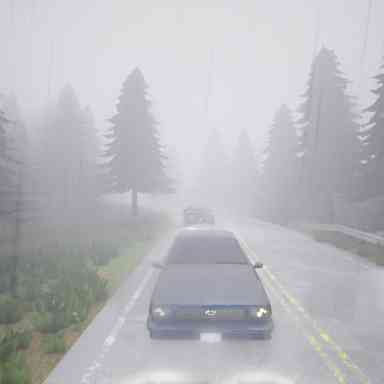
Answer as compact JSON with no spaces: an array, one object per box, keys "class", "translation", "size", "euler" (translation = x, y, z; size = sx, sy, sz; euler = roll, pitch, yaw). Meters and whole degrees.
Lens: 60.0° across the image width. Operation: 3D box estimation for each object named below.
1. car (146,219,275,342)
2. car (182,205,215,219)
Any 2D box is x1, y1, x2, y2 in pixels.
[{"class":"car","translation":[0.309,1.558,7.103],"size":[2.033,1.411,5.357],"euler":[0,0,1]},{"class":"car","translation":[0.373,1.578,23.075],"size":[1.994,1.385,4.181],"euler":[0,0,-5]}]
